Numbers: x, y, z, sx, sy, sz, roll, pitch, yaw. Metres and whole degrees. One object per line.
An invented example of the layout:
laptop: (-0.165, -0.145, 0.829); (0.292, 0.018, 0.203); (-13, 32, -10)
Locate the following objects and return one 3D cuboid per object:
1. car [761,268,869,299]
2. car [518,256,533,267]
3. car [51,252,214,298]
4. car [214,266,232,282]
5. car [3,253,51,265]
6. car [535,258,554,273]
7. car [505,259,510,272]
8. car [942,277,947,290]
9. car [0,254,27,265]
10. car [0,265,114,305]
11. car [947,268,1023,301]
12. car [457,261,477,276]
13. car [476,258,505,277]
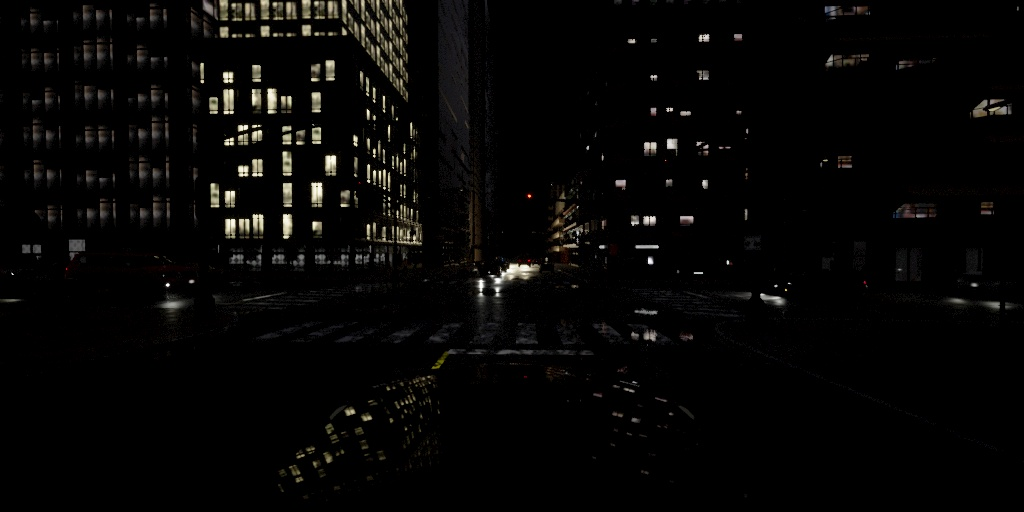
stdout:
car: (15.981, 1.425, 18.904); (4.181, 1.385, 1.994); (0, 1, 3)
car: (2.208, 0.958, 63.500); (2.150, 2.045, 5.566); (0, 0, 2)
car: (-18.152, 0.847, 17.356); (5.566, 2.045, 2.150); (1, 1, 3)
car: (-20.961, 1.030, 23.269); (4.829, 1.417, 1.751); (0, 0, 3)
car: (-32.893, 0.713, 23.886); (5.009, 1.841, 2.192); (0, 0, 3)
car: (4.072, 1.290, 42.388); (2.007, 1.370, 4.403); (0, 0, 2)
car: (-1.635, 1.303, 44.650); (1.994, 1.385, 4.181); (0, 0, 2)
car: (28.028, 1.462, 20.921); (4.507, 1.381, 1.888); (0, 0, 3)
car: (-27.860, 0.893, 17.830); (4.553, 1.767, 2.097); (0, 1, 3)
car: (-19.869, 1.205, 14.893); (4.403, 1.370, 2.007); (0, 0, 3)
car: (26.672, 1.171, 18.378); (5.566, 2.045, 2.150); (0, 1, 3)
car: (-4.505, 1.266, 36.856); (1.751, 1.417, 4.829); (0, 0, 2)
car: (-1.984, 1.246, 34.753); (1.837, 1.490, 4.892); (0, 0, 2)
